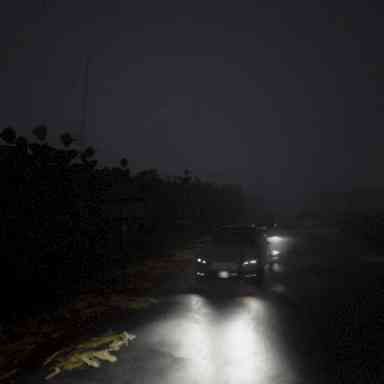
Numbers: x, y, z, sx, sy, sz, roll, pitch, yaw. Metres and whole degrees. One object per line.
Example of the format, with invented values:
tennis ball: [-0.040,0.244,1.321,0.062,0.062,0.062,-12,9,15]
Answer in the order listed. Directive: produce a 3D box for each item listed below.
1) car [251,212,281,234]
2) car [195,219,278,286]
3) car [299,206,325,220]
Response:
car: [5.546,2.274,24.816,1.837,1.490,4.892,-2,-2,16]
car: [1.467,1.861,10.669,2.128,1.511,4.902,-2,-2,16]
car: [14.447,2.441,39.809,1.882,1.535,5.008,-2,-1,38]
